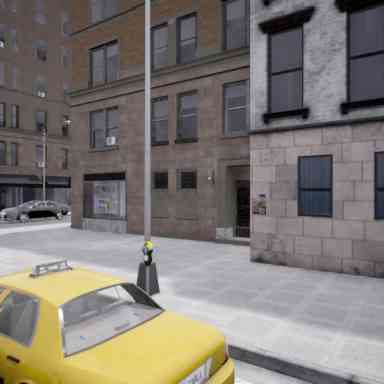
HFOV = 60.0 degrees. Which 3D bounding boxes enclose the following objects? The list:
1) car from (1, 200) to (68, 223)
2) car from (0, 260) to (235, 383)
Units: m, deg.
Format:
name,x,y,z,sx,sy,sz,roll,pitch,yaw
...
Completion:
name,x,y,z,sx,sy,sz,roll,pitch,yaw
car,-11.714,1.402,25.038,2.128,1.511,4.902,0,0,32
car,-1.879,1.525,4.086,4.829,1.417,1.752,0,0,34
